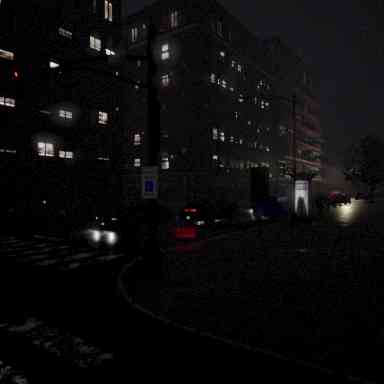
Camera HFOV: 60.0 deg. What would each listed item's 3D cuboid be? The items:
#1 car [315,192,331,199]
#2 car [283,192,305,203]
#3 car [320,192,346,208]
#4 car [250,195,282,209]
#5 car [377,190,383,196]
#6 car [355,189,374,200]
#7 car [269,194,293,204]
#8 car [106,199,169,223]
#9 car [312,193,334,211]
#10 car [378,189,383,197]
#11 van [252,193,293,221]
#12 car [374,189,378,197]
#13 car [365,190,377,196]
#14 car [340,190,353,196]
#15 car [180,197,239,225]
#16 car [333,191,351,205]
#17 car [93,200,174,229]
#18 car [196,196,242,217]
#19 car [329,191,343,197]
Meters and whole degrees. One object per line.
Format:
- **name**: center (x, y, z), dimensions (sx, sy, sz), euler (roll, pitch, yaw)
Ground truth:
- **car**: center (25.724, 0.621, 65.265), dimensions (1.802, 1.307, 4.206), euler (1, 1, 36)
- **car**: center (15.783, 0.801, 51.341), dimensions (1.752, 1.417, 4.829), euler (1, 1, 36)
- **car**: center (15.576, 0.979, 37.490), dimensions (1.887, 1.381, 4.507), euler (1, 1, 36)
- **car**: center (8.217, 1.066, 36.519), dimensions (1.994, 1.385, 4.181), euler (0, 1, 35)
- **car**: center (45.135, 0.315, 78.889), dimensions (1.802, 1.307, 4.206), euler (1, 1, 36)
- **car**: center (28.714, 0.564, 55.888), dimensions (1.967, 1.590, 4.097), euler (1, 1, 36)
- **car**: center (12.601, 0.933, 46.885), dimensions (1.802, 1.307, 4.206), euler (1, 1, 36)
- **car**: center (-3.804, 1.283, 23.909), dimensions (1.887, 1.381, 4.507), euler (1, 1, 36)
- **car**: center (12.292, 1.078, 32.891), dimensions (1.947, 1.339, 4.313), euler (1, 1, 36)
- **car**: center (41.851, 0.356, 74.289), dimensions (1.887, 1.381, 4.507), euler (1, 1, 36)
- **van**: center (5.724, 1.009, 23.687), dimensions (1.690, 1.788, 3.998), euler (1, 1, 36)
- **car**: center (31.998, 0.590, 60.490), dimensions (1.887, 1.381, 4.507), euler (1, 1, 36)
- **car**: center (44.241, 0.216, 82.067), dimensions (1.994, 1.385, 4.181), euler (0, 1, 36)
- **car**: center (38.848, 0.278, 83.644), dimensions (2.008, 1.369, 4.403), euler (1, 1, 36)
- **car**: center (1.184, 1.231, 21.765), dimensions (1.837, 1.490, 4.892), euler (0, 1, 36)
- **car**: center (18.861, 0.923, 42.091), dimensions (1.947, 1.339, 4.313), euler (1, 1, 36)
- **car**: center (-3.335, 1.323, 20.343), dimensions (2.033, 1.411, 5.357), euler (0, 1, 36)
- **car**: center (2.418, 1.165, 28.398), dimensions (1.812, 1.442, 4.674), euler (0, 1, 35)
- **car**: center (32.286, 0.428, 74.454), dimensions (1.887, 1.381, 4.507), euler (1, 1, 36)
